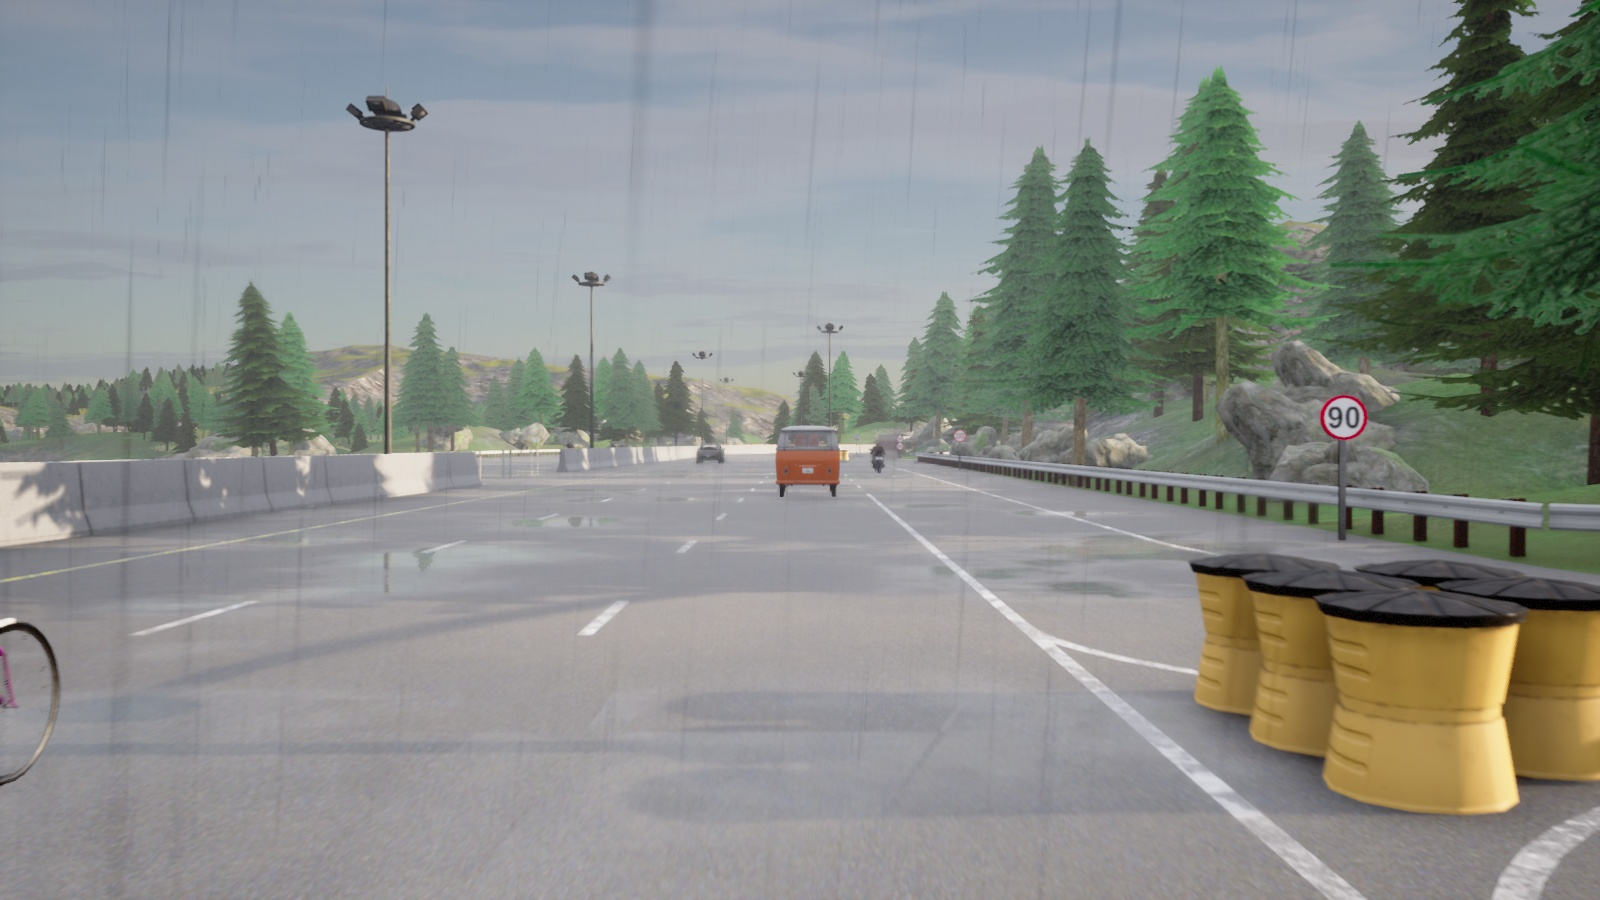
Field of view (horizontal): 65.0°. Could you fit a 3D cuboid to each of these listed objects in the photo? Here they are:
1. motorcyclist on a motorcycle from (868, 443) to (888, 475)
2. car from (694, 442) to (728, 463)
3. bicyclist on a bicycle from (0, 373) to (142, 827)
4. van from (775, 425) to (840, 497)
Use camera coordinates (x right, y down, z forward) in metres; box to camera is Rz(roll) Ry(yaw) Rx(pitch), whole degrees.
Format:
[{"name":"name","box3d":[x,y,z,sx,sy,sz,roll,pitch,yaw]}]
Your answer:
[{"name":"motorcyclist on a motorcycle","box3d":[3.874,0.434,62.320,0.866,1.530,2.191,0,0,0]},{"name":"car","box3d":[-6.459,0.183,91.412,2.128,1.511,4.902,0,0,0]},{"name":"bicyclist on a bicycle","box3d":[-3.456,0.586,5.032,0.659,1.776,1.843,0,0,0]},{"name":"van","box3d":[0.227,0.291,36.681,1.775,1.987,4.442,0,0,0]}]
